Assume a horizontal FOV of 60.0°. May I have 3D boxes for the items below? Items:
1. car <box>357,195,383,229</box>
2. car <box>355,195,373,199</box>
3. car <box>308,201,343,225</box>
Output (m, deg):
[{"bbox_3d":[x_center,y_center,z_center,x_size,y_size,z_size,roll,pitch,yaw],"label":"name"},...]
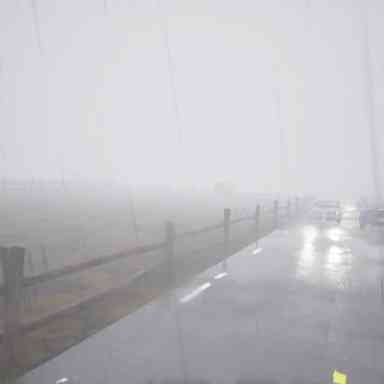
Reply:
[{"bbox_3d":[10.555,1.209,18.811,1.882,1.535,5.008,2,2,26],"label":"car"},{"bbox_3d":[17.845,1.053,33.932,2.128,1.511,4.902,2,2,26],"label":"car"},{"bbox_3d":[8.570,1.235,21.185,1.895,1.301,4.718,2,1,26],"label":"car"}]
